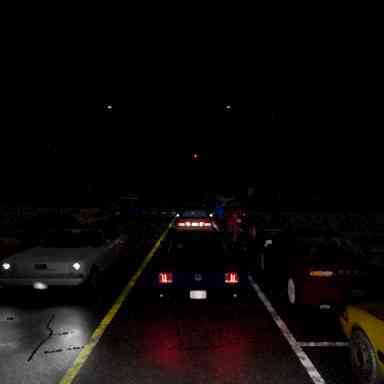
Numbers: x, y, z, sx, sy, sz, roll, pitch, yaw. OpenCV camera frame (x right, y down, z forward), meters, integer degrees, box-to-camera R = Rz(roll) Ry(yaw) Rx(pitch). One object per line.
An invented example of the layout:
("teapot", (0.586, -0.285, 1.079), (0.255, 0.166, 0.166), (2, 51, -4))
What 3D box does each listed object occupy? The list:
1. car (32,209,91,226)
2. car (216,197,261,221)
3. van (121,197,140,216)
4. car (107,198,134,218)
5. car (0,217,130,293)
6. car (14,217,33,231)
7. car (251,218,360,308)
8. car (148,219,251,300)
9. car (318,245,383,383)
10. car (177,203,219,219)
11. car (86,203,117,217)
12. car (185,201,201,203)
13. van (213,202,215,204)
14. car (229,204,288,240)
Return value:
("car", (-5.738, 1.567, 13.205), (1.947, 1.339, 4.313), (0, 0, 0))
("car", (2.799, 1.317, 18.625), (2.192, 1.841, 5.009), (0, 0, 0))
("van", (-5.704, 1.346, 29.518), (1.690, 1.788, 3.998), (0, 0, 0))
("car", (-5.715, 1.443, 24.080), (1.967, 1.590, 4.097), (0, 0, 0))
("car", (-3.079, 1.601, 8.959), (1.895, 1.301, 4.718), (0, 0, 0))
("car", (-5.750, 1.526, 7.598), (1.752, 1.417, 4.829), (0, 0, 0))
("car", (2.776, 1.545, 7.750), (1.887, 1.381, 4.507), (0, 0, 0))
("car", (0.118, 1.601, 8.340), (1.895, 1.301, 4.718), (0, 0, 0))
("car", (2.765, 1.525, 2.482), (1.752, 1.417, 4.829), (0, 0, 0))
("car", (0.134, 1.549, 17.930), (2.033, 1.411, 5.357), (0, 0, 0))
("car", (-5.727, 1.527, 18.473), (1.752, 1.417, 4.829), (0, 0, 0))
("car", (0.055, 1.482, 27.758), (1.882, 1.535, 5.008), (0, 0, 0))
("van", (2.822, 1.346, 29.500), (1.690, 1.788, 3.998), (0, 0, 0))
("car", (2.787, 1.441, 13.187), (1.967, 1.590, 4.097), (0, 0, 0))
